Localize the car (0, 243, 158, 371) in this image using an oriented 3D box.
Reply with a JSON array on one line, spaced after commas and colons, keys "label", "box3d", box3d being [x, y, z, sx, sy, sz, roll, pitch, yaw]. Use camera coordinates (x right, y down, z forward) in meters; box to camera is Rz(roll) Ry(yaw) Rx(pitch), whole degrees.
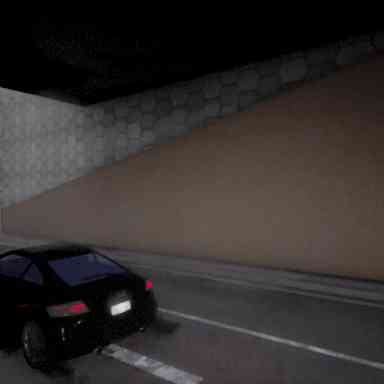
[{"label": "car", "box3d": [-2.618, 1.620, 5.838, 4.181, 1.385, 1.994, -1, -1, 36]}]
